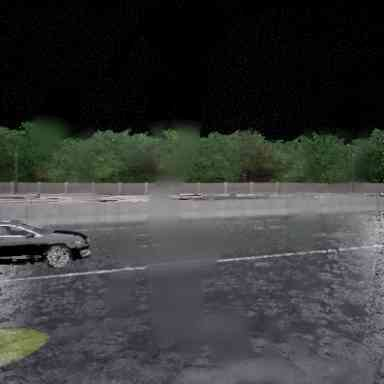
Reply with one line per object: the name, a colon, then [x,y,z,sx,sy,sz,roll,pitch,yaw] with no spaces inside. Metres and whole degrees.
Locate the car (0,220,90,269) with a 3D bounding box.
car: [-5.834,1.644,10.649,4.902,1.511,2.128,-1,1,-19]
